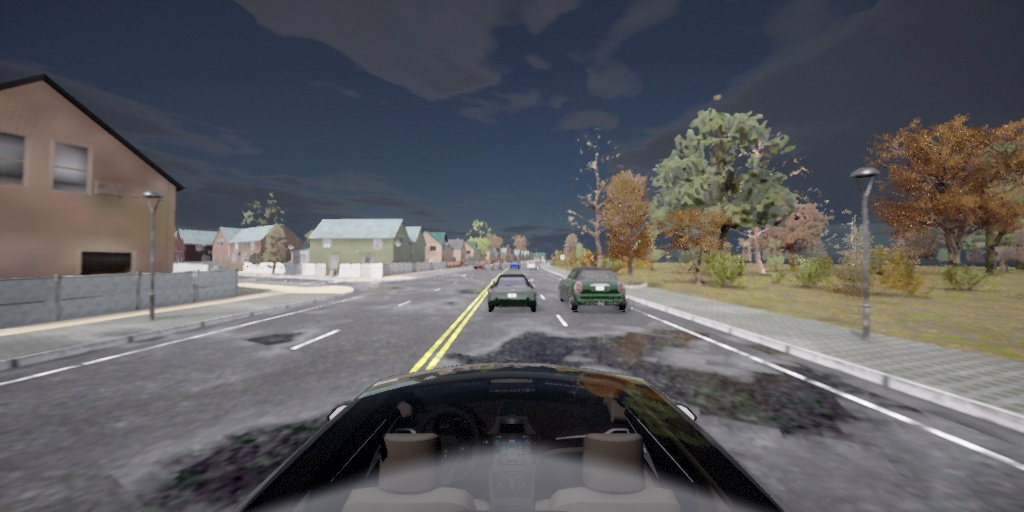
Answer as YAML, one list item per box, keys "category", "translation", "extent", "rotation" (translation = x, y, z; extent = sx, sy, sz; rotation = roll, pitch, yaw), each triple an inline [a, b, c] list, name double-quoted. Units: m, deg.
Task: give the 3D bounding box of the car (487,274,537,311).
- category: "car"
  translation: [0.018, 1.458, 15.372]
  extent: [1.994, 1.385, 4.181]
  rotation: [0, -1, 0]

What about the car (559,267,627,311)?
- category: "car"
  translation: [3.267, 1.244, 15.357]
  extent: [2.097, 1.767, 4.553]
  rotation: [0, -1, 0]
